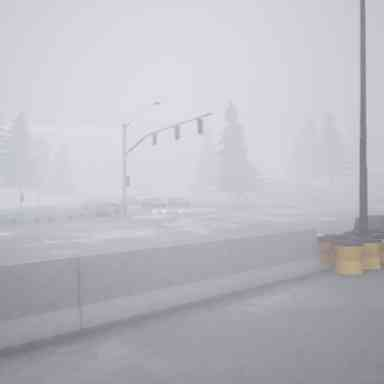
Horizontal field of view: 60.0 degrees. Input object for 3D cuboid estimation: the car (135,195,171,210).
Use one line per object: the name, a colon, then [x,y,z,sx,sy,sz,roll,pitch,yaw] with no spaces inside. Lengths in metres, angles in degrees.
car: [-5.082,1.439,42.527,2.033,1.411,5.357,0,0,-28]

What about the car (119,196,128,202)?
car: [-14.465,1.441,70.583,1.895,1.301,4.718,0,0,-11]

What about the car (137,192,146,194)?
car: [-8.980,1.072,61.544,2.150,2.045,5.566,0,0,-18]

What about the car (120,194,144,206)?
car: [-9.288,1.429,51.620,2.033,1.411,5.357,0,0,-22]

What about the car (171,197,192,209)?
car: [-1.788,1.379,43.865,1.837,1.490,4.892,0,0,-28]

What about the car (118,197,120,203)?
car: [-12.351,1.468,60.709,1.895,1.301,4.718,0,0,-17]

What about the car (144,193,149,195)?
car: [-5.721,1.356,52.243,2.128,1.511,4.902,0,0,-22]
